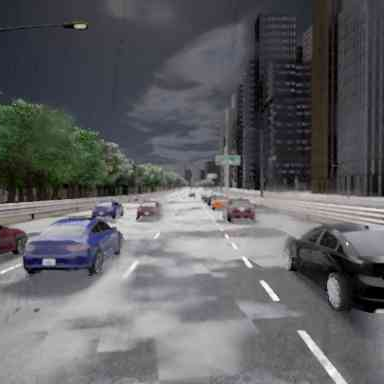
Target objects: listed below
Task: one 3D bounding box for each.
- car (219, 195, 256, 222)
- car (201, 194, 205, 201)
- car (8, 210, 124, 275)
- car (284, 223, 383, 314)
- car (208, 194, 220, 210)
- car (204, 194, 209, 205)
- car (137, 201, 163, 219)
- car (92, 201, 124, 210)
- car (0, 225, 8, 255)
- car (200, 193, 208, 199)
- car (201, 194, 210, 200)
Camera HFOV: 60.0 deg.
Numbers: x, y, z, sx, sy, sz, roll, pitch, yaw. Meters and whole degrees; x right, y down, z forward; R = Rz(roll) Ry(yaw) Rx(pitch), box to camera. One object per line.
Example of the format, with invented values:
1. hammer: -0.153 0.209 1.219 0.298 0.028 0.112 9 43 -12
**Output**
1. car: 3.568 1.283 25.851 2.097 1.767 4.553 0 0 0
2. car: 3.354 1.301 62.035 2.163 1.488 4.792 0 0 0
3. car: -3.404 1.499 10.214 1.812 1.442 4.674 0 0 0
4. car: 3.597 1.458 7.673 1.882 1.535 5.008 0 0 0
5. car: 3.423 1.236 40.011 2.097 1.767 4.553 0 0 0
6. car: 3.379 1.276 51.034 2.033 1.649 4.856 0 0 0
7. car: -3.438 1.449 27.648 1.812 1.442 4.674 0 0 0
8. car: -6.937 1.449 27.695 1.812 1.442 4.674 0 0 0
9. car: -6.905 1.499 10.214 1.812 1.442 4.674 0 0 0
10. car: 3.437 1.142 94.919 2.033 1.411 5.357 0 0 0
11. car: 3.384 1.275 83.979 1.895 1.301 4.718 0 0 0
